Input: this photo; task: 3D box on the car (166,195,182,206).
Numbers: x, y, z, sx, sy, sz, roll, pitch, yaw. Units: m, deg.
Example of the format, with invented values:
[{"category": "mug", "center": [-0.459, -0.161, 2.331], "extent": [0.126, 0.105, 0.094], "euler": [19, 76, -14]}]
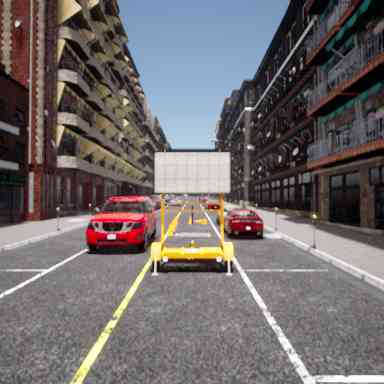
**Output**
[{"category": "car", "center": [-2.713, 1.671, 55.247], "extent": [1.895, 1.301, 4.718], "euler": [0, 0, 0]}]

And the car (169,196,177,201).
[{"category": "car", "center": [-5.097, 1.760, 89.662], "extent": [1.947, 1.339, 4.313], "euler": [1, 0, 0]}]

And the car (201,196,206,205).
[{"category": "car", "center": [2.685, 1.599, 45.338], "extent": [2.008, 1.369, 4.403], "euler": [1, 0, 0]}]

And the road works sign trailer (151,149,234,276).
[{"category": "road works sign trailer", "center": [0.013, 0.465, 10.377], "extent": [2.380, 3.560, 2.880], "euler": [0, 0, 0]}]

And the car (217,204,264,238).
[{"category": "car", "center": [2.624, 1.550, 17.684], "extent": [1.887, 1.381, 4.507], "euler": [1, 0, 0]}]

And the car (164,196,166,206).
[{"category": "car", "center": [-5.188, 1.363, 45.419], "extent": [2.192, 1.841, 5.009], "euler": [2, 0, 0]}]

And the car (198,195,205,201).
[{"category": "car", "center": [2.764, 1.660, 95.117], "extent": [1.967, 1.590, 4.097], "euler": [1, 0, 0]}]

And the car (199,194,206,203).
[{"category": "car", "center": [2.723, 1.635, 61.930], "extent": [1.887, 1.381, 4.507], "euler": [1, 0, 0]}]

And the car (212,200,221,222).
[{"category": "car", "center": [2.637, 1.536, 23.386], "extent": [1.752, 1.417, 4.829], "euler": [1, 0, 0]}]

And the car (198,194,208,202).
[{"category": "car", "center": [2.743, 1.485, 84.054], "extent": [2.192, 1.841, 5.009], "euler": [1, 0, 0]}]

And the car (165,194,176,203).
[{"category": "car", "center": [-5.115, 1.464, 78.600], "extent": [2.192, 1.841, 5.009], "euler": [1, 0, 0]}]

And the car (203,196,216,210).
[{"category": "car", "center": [2.673, 1.582, 39.806], "extent": [1.887, 1.381, 4.507], "euler": [1, 0, 0]}]

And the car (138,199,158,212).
[{"category": "car", "center": [-5.207, 1.563, 39.717], "extent": [1.752, 1.417, 4.829], "euler": [2, 0, 0]}]

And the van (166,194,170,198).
[{"category": "van", "center": [-5.164, 1.415, 56.478], "extent": [1.690, 1.788, 3.998], "euler": [2, 0, 0]}]

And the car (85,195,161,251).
[{"category": "car", "center": [-2.816, 1.224, 14.443], "extent": [2.150, 2.045, 5.566], "euler": [0, 0, 0]}]
